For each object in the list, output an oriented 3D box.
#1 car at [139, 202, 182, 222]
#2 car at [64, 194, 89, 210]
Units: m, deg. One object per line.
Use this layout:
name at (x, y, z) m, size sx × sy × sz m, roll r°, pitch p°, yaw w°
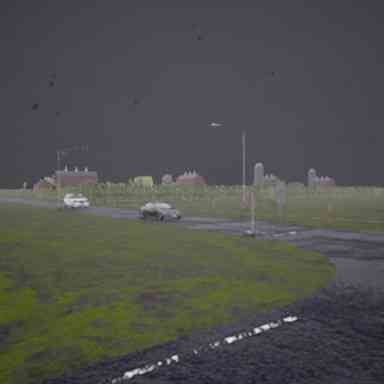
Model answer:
car at (-2.720, 1.558, 27.289) m, size 1.812 × 1.442 × 4.674 m, roll -1°, pitch 1°, yaw -36°
car at (-16.058, 1.293, 45.991) m, size 2.150 × 2.045 × 5.566 m, roll -1°, pitch 0°, yaw -35°
